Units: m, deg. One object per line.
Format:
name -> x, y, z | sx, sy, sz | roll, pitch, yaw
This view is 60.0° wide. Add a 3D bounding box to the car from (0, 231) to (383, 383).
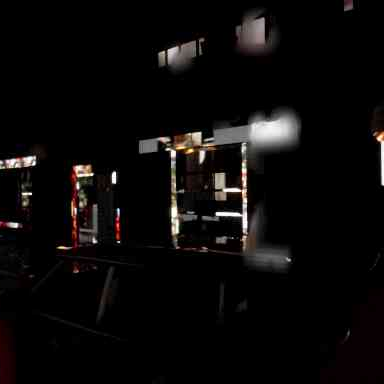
car -> -0.329, 1.316, 3.123 | 5.009, 1.841, 2.192 | 0, -1, 35
